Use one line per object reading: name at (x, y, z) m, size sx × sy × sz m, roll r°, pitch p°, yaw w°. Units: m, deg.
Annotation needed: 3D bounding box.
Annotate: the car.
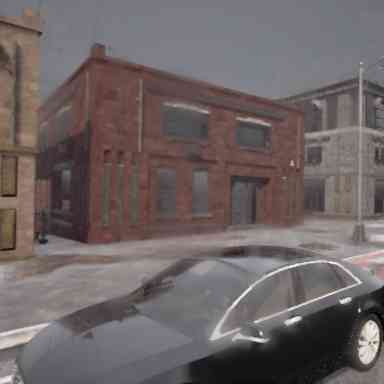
car at (0.554, 1.500, 4.072) m, size 4.892 × 1.490 × 1.837 m, roll 0°, pitch 0°, yaw -35°
